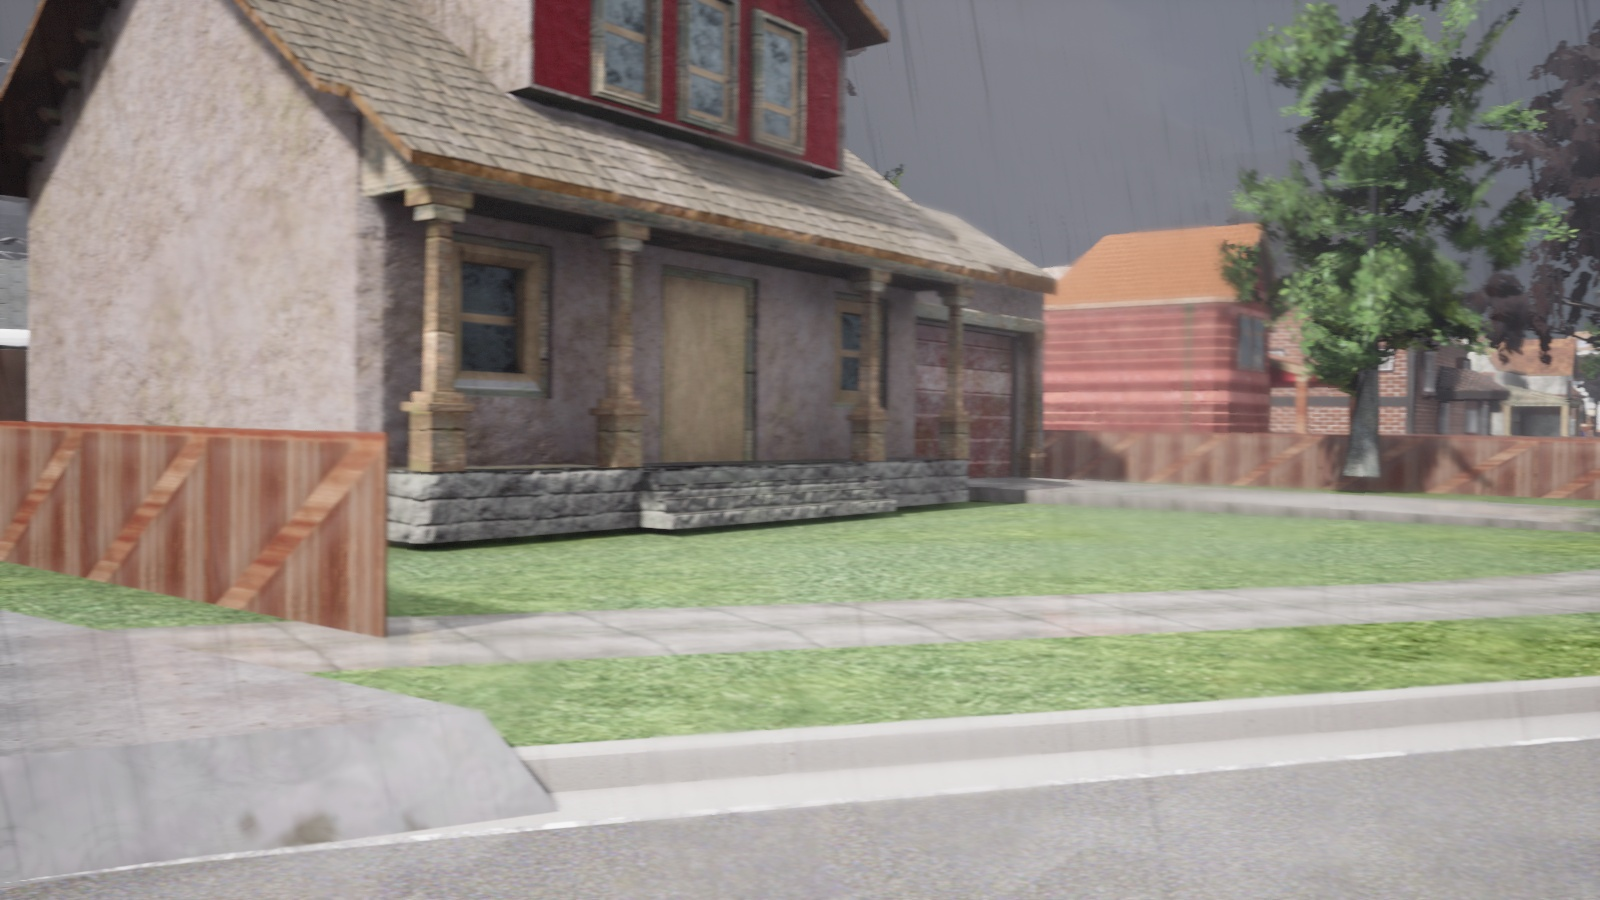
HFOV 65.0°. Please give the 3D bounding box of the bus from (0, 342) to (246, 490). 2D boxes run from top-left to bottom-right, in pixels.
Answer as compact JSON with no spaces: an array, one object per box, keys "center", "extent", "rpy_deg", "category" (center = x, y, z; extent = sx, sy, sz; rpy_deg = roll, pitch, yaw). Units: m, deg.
[{"center":[-23.203,-1.030,38.980],"extent":[3.944,4.253,10.273],"rpy_deg":[0,1,39],"category":"bus"}]
